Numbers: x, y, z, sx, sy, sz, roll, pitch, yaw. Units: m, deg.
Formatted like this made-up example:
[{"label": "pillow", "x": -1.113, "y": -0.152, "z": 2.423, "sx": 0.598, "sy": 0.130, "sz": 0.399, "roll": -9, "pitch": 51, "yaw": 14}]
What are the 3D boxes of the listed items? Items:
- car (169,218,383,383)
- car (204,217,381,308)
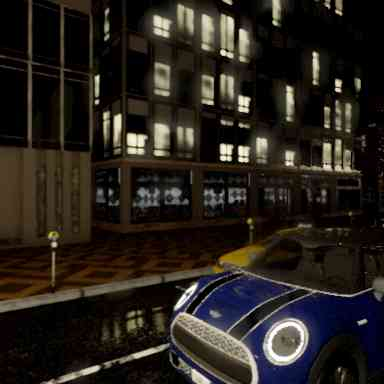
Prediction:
[{"label": "car", "x": 1.918, "y": 1.348, "z": 4.743, "sx": 4.553, "sy": 1.767, "sz": 2.097, "roll": 0, "pitch": 0, "yaw": -35}, {"label": "car", "x": 2.751, "y": 1.518, "z": 8.516, "sx": 4.829, "sy": 1.417, "sz": 1.752, "roll": 0, "pitch": 0, "yaw": -35}]
